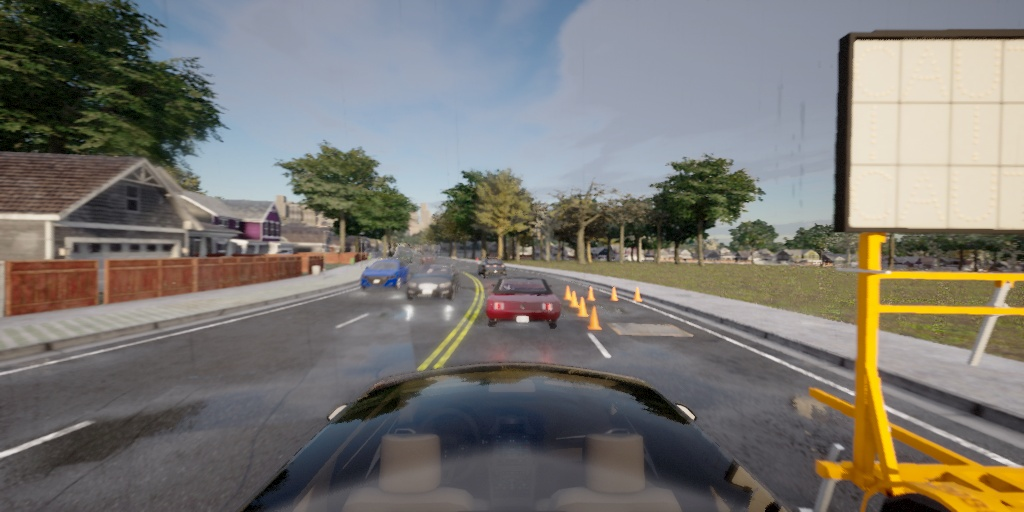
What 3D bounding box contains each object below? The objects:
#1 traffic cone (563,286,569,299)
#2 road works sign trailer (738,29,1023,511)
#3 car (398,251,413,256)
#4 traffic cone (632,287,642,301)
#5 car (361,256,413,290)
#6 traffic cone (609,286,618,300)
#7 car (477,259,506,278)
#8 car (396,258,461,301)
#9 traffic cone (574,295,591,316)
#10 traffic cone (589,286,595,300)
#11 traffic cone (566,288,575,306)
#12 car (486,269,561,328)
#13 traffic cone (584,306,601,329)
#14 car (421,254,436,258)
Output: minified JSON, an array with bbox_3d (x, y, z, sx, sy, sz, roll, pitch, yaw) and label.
[{"bbox_3d":[2.434,1.591,15.669,0.340,0.580,0.340,0,0,2],"label":"traffic cone"},{"bbox_3d":[3.354,0.253,2.636,2.380,3.560,2.880,0,0,2],"label":"road works sign trailer"},{"bbox_3d":[-17.896,0.203,60.374,2.150,2.045,5.566,0,1,-17],"label":"car"},{"bbox_3d":[5.431,1.630,15.560,0.340,0.580,0.340,0,0,2],"label":"traffic cone"},{"bbox_3d":[-6.978,0.952,20.172,1.882,1.535,5.008,1,0,-7],"label":"car"},{"bbox_3d":[4.433,1.617,15.597,0.340,0.580,0.340,0,0,2],"label":"traffic cone"},{"bbox_3d":[-1.706,0.940,29.053,2.128,1.511,4.902,1,1,-12],"label":"car"},{"bbox_3d":[-3.353,1.049,15.993,2.128,1.511,4.902,1,1,-4],"label":"car"},{"bbox_3d":[2.288,1.631,11.672,0.340,0.580,0.340,0,0,2],"label":"traffic cone"},{"bbox_3d":[3.433,1.604,15.633,0.340,0.580,0.340,0,0,2],"label":"traffic cone"},{"bbox_3d":[2.361,1.611,13.671,0.340,0.580,0.340,0,0,2],"label":"traffic cone"},{"bbox_3d":[0.288,1.255,11.088,1.895,1.301,4.718,1,1,0],"label":"car"},{"bbox_3d":[2.215,1.651,9.674,0.340,0.580,0.340,0,0,2],"label":"traffic cone"},{"bbox_3d":[-12.888,0.429,55.161,2.097,1.767,4.553,0,1,-17],"label":"car"}]
